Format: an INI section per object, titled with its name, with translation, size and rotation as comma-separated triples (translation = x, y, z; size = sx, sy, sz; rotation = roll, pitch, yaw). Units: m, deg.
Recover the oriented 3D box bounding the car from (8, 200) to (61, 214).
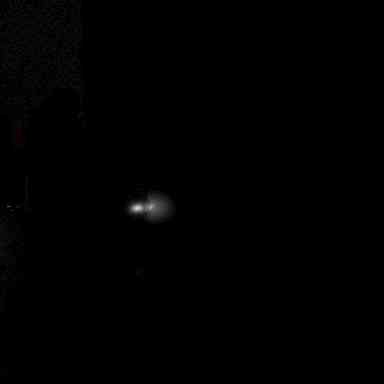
[car]
translation = -15.904, 1.450, 33.633
size = 1.895, 1.301, 4.718
rotation = -2, 0, 35
